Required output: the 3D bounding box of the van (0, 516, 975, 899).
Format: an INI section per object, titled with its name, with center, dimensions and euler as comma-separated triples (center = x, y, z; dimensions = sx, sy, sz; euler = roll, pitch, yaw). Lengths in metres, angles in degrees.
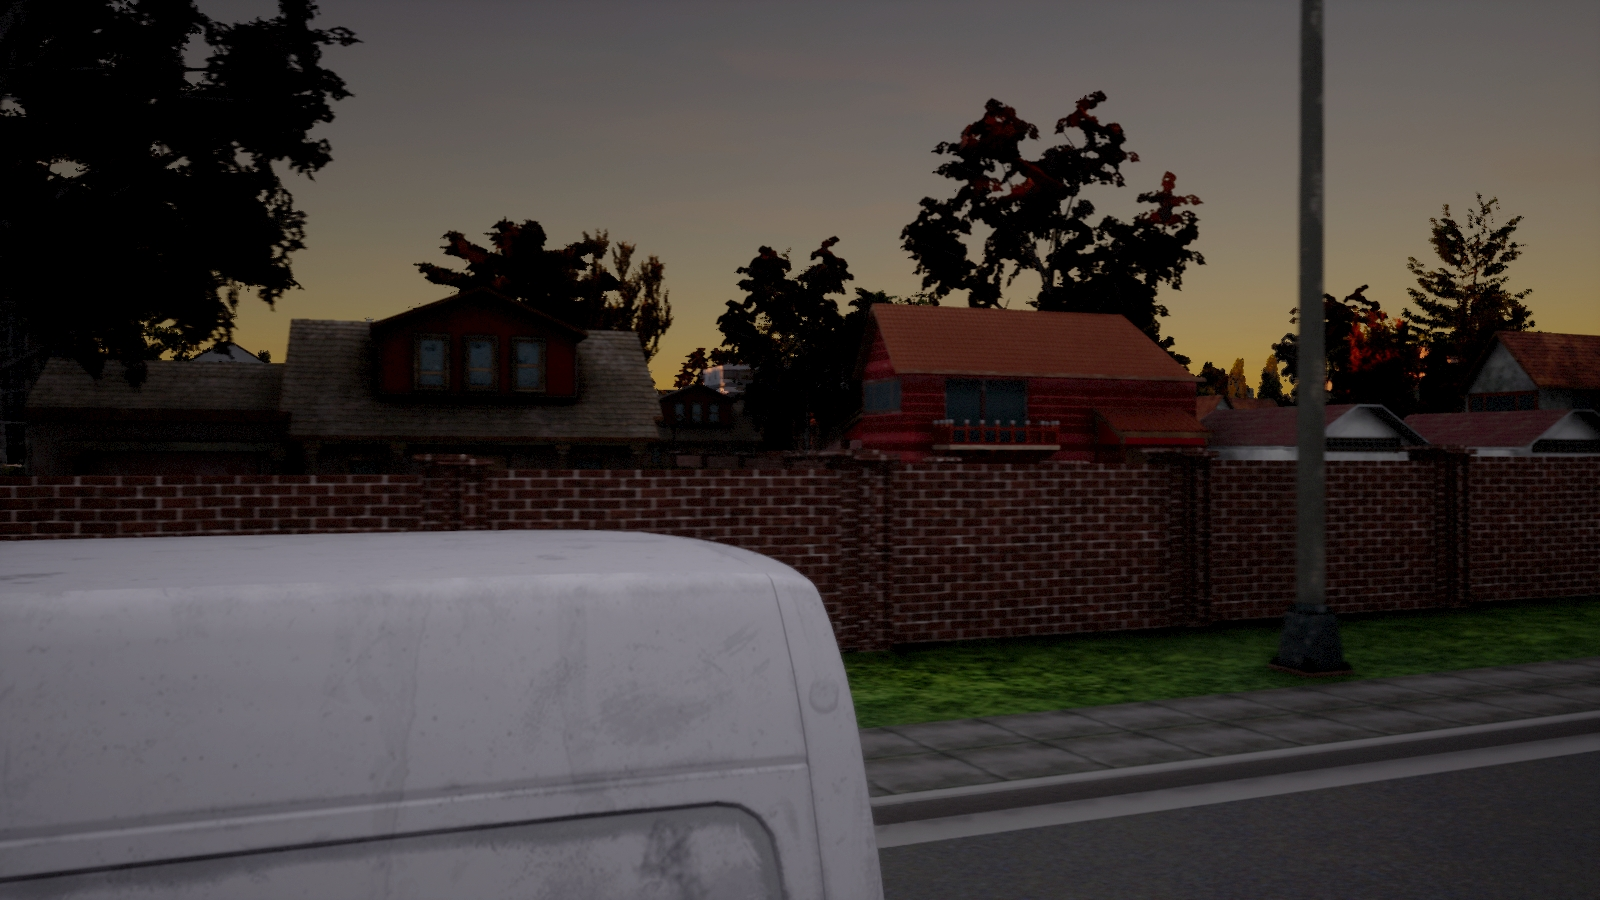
[van]
center = -2.756, 1.525, 2.291
dimensions = 5.915, 2.561, 1.988
euler = 0, 0, -20
